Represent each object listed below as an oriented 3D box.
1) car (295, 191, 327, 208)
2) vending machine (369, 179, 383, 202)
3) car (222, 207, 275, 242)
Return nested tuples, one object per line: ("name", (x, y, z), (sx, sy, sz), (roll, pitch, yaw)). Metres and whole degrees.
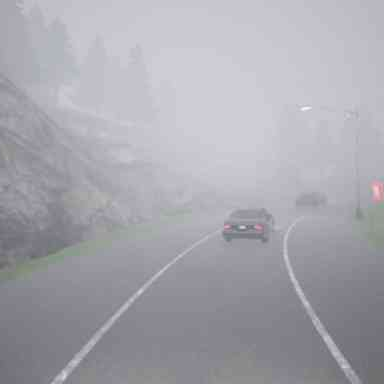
("car", (11.522, 0.645, 31.989), (2.128, 1.511, 4.902), (-2, 2, 37))
("vending machine", (18.532, -0.120, 33.182), (1.100, 2.100, 0.880), (-10, -10, 43))
("car", (2.773, 1.391, 15.532), (2.033, 1.411, 5.357), (-1, 1, 18))
